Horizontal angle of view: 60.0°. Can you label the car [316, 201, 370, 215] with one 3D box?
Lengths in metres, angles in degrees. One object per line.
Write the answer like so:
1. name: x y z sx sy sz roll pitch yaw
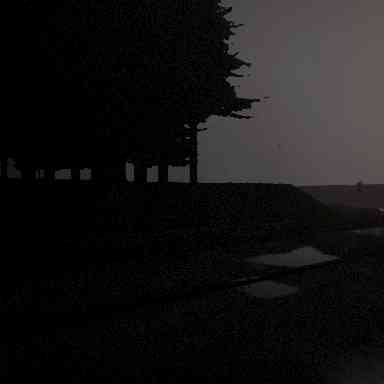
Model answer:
1. car: 14.521 1.529 31.890 1.895 1.301 4.718 0 0 -36
